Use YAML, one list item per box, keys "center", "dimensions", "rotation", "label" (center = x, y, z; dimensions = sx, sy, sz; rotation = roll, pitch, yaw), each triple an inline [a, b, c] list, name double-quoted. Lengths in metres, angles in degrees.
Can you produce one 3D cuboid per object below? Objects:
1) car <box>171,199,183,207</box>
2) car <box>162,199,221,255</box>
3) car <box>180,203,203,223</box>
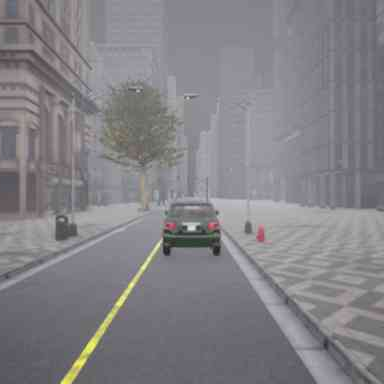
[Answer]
- center: [-3.057, 2.206, 67.257]
  dimensions: [2.128, 1.511, 4.902]
  rotation: [0, -1, 0]
  label: "car"
- center: [-0.010, 1.354, 14.028]
  dimensions: [2.150, 2.045, 5.566]
  rotation: [0, 0, 0]
  label: "car"
- center: [-0.016, 1.769, 29.479]
  dimensions: [1.882, 1.535, 5.008]
  rotation: [0, 0, 0]
  label: "car"
